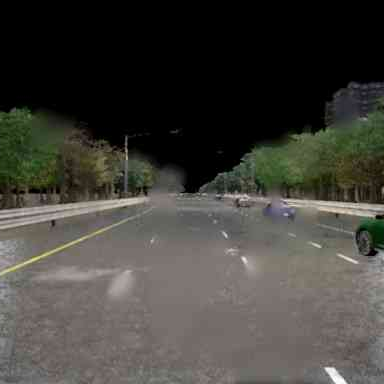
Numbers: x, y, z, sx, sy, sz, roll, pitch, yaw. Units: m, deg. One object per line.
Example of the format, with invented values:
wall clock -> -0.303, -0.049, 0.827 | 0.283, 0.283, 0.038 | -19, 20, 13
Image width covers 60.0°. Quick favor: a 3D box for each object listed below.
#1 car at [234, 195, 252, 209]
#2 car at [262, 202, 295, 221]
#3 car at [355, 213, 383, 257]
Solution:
car -> 7.040, 1.564, 46.923 | 1.812, 1.442, 4.674 | 0, 0, 0
car -> 7.001, 1.542, 27.087 | 1.812, 1.442, 4.674 | 0, 0, 0
car -> 6.998, 1.223, 9.719 | 2.150, 2.045, 5.566 | 0, 0, 0
